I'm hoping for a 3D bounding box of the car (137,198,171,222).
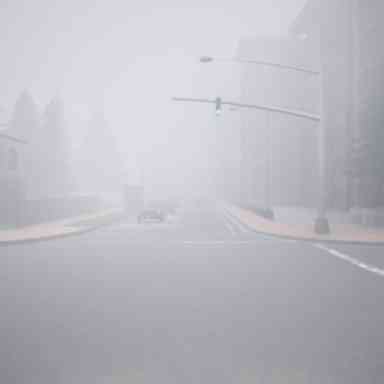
[{"bbox_3d":[-2.931,1.425,25.355,1.812,1.442,4.674,0,0,2],"label":"car"}]

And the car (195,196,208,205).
[{"bbox_3d":[1.391,1.324,51.050,1.994,1.385,4.181,0,0,1],"label":"car"}]

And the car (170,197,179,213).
[{"bbox_3d":[-2.706,1.457,34.373,1.895,1.301,4.718,0,0,2],"label":"car"}]

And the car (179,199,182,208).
[{"bbox_3d":[-2.442,1.373,44.448,1.994,1.385,4.181,0,0,2],"label":"car"}]
